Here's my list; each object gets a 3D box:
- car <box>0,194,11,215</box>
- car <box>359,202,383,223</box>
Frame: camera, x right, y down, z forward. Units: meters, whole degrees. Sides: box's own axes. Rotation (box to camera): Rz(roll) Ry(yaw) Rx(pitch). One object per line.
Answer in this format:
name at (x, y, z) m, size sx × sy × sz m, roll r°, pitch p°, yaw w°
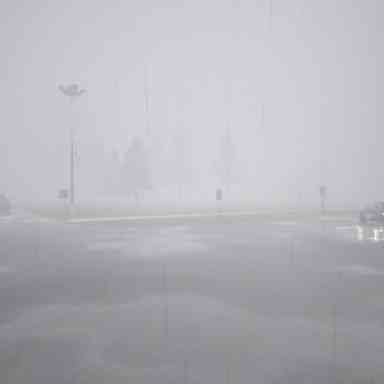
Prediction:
car at (-19.643, 1.219, 33.266) m, size 2.150 × 2.045 × 5.566 m, roll 0°, pitch 0°, yaw -36°
car at (13.779, 1.469, 23.639) m, size 4.902 × 1.511 × 2.128 m, roll 0°, pitch 0°, yaw -35°
